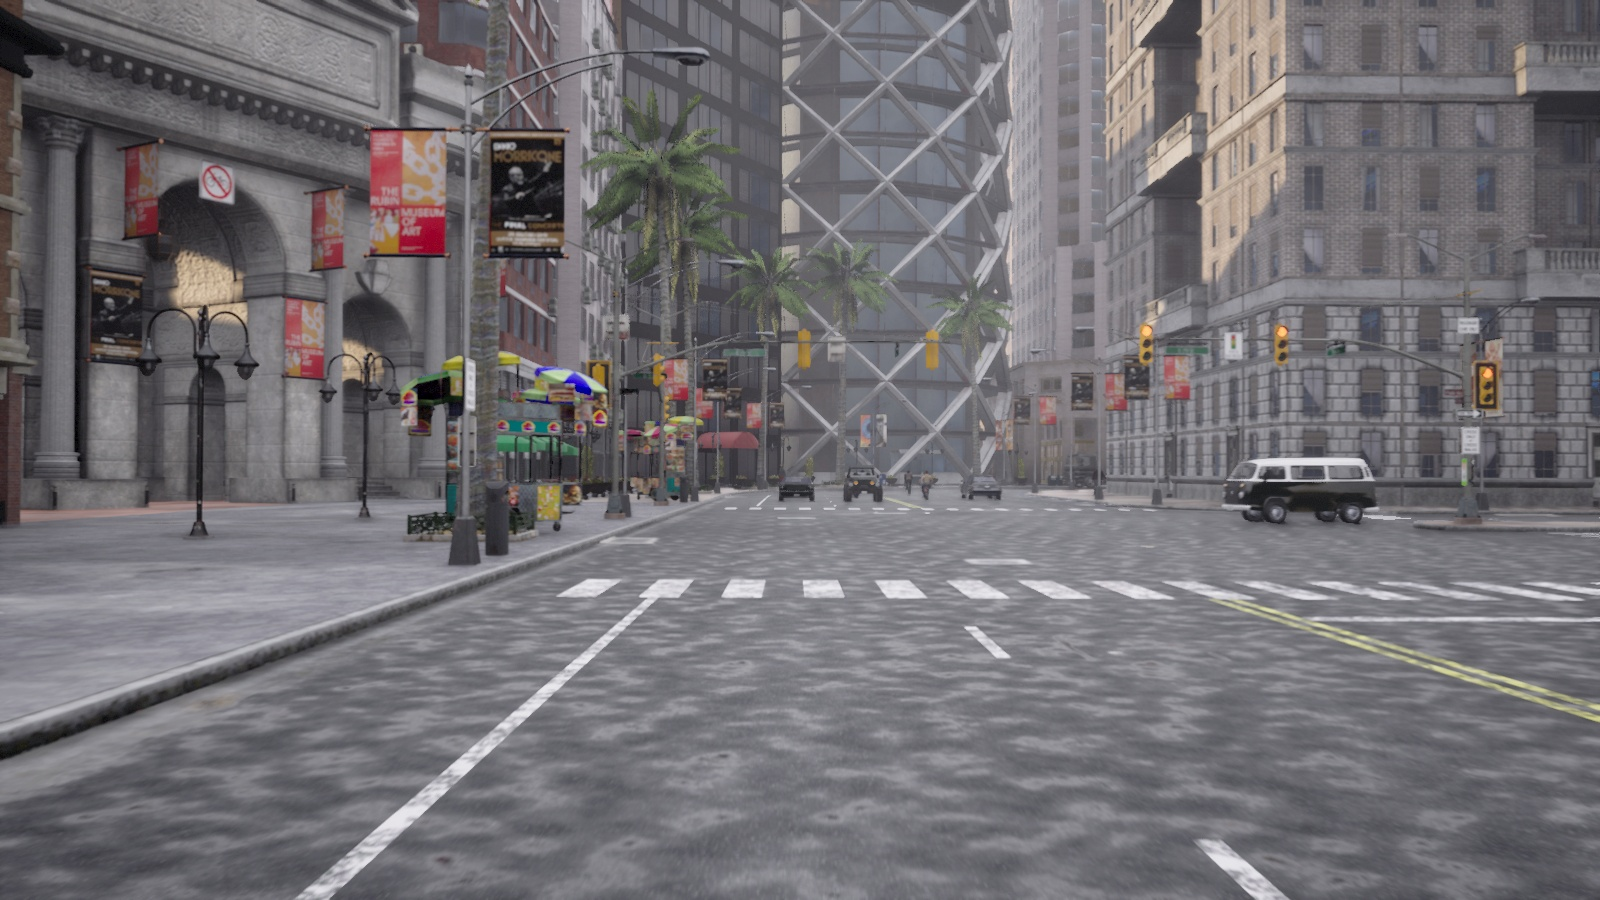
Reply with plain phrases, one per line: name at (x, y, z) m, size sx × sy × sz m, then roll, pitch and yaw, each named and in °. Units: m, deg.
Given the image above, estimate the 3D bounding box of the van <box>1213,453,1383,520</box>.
van at (15.532, 1.135, 39.313) m, size 4.480 × 2.038 × 2.069 m, roll 0°, pitch -1°, yaw -6°

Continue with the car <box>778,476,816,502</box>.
car at (-0.161, 2.026, 66.277) m, size 1.895 × 1.301 × 4.718 m, roll 0°, pitch -1°, yaw 0°

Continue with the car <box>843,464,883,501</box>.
car at (3.272, 1.698, 65.644) m, size 1.905 × 1.878 × 3.866 m, roll 0°, pitch -1°, yaw 0°

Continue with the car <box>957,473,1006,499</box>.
car at (10.325, 2.026, 71.916) m, size 2.033 × 1.411 × 5.357 m, roll 0°, pitch -1°, yaw 0°
